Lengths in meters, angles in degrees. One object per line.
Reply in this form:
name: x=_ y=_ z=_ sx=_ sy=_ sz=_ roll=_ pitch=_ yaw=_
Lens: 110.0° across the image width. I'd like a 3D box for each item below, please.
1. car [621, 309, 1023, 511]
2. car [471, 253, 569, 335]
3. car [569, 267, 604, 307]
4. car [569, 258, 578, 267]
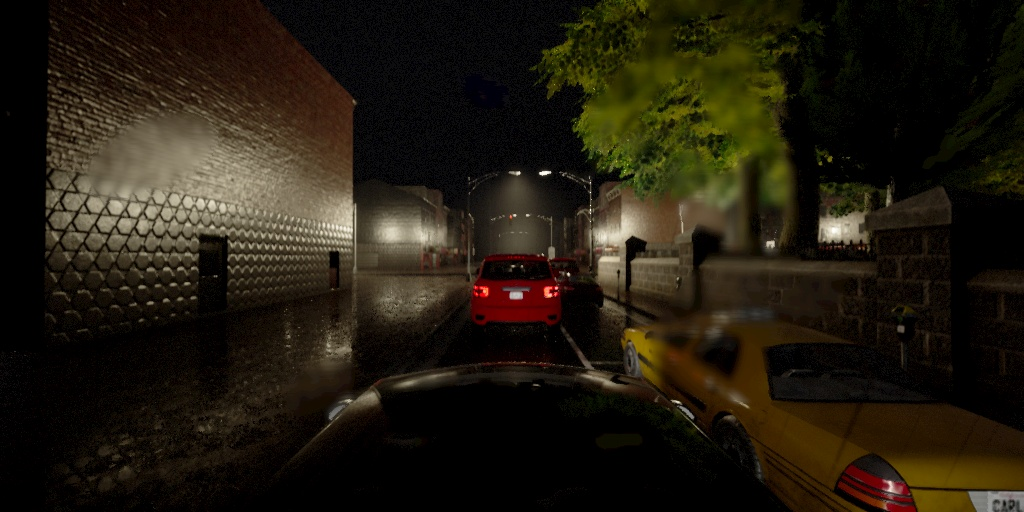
car: x=2.637 y=1.270 z=4.201 sx=1.751 sy=1.417 sz=4.829 roll=0 pitch=0 yaw=0
car: x=0.096 y=0.953 z=10.514 sx=2.150 sy=2.045 sz=5.566 roll=0 pitch=0 yaw=0
car: x=2.633 y=1.306 z=14.930 sx=1.802 sy=1.307 sz=4.207 roll=0 pitch=0 yaw=0
car: x=2.631 y=1.031 z=20.378 sx=2.192 sy=1.841 sz=5.009 roll=0 pitch=0 yaw=0
